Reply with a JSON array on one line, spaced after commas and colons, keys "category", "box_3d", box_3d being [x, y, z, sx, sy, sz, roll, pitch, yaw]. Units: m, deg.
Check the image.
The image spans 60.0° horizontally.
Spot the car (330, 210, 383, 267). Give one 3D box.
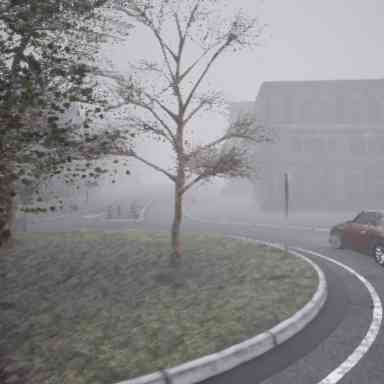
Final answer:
[{"category": "car", "box_3d": [6.760, 1.410, 11.826, 2.097, 1.767, 4.553, 0, 0, -1]}]

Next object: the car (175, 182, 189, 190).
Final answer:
[{"category": "car", "box_3d": [-1.812, -1.202, 60.149, 1.837, 1.490, 4.892, 0, 6, 12]}]
